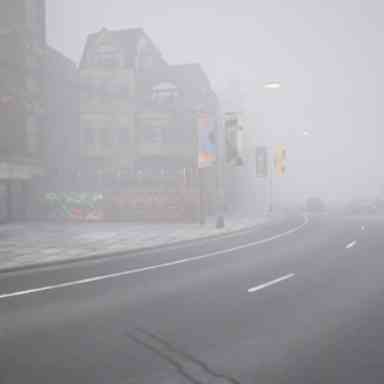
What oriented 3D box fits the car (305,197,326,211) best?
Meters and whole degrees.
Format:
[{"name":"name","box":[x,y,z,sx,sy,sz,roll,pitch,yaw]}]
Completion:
[{"name":"car","box":[13.965,1.386,37.926,1.837,1.490,4.892,-1,0,14]}]

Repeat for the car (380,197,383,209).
[{"name":"car","box":[21.001,1.266,36.919,1.882,1.535,5.008,-1,0,14]}]

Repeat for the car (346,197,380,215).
[{"name":"car","box":[15.864,1.367,31.379,1.812,1.442,4.674,-1,0,15]}]
